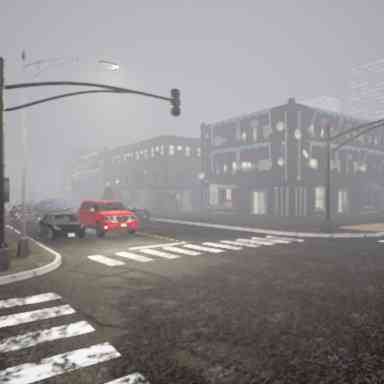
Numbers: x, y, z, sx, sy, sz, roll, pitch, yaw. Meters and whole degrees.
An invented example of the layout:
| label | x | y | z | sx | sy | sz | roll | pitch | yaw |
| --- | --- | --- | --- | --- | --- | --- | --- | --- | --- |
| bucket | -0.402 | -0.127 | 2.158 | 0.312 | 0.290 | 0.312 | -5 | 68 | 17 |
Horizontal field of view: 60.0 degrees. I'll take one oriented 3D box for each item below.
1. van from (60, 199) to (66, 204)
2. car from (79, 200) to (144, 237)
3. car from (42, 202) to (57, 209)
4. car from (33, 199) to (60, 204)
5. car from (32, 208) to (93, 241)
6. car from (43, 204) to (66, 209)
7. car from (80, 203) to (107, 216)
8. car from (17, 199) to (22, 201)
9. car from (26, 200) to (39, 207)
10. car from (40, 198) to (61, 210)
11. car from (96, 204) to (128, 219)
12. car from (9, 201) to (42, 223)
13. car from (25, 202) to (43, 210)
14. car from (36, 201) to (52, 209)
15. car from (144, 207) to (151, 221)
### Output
| label | x | y | z | sx | sy | sz | roll | pitch | yaw |
| --- | --- | --- | --- | --- | --- | --- | --- | --- | --- |
| van | -21.338 | 2.019 | 53.076 | 1.690 | 1.788 | 3.998 | -1 | 0 | -35 |
| car | -5.360 | 1.510 | 20.580 | 2.150 | 2.045 | 5.566 | 0 | -1 | -35 |
| car | -16.725 | 2.076 | 36.616 | 1.994 | 1.385 | 4.181 | 0 | -1 | -35 |
| car | -21.233 | 1.993 | 48.471 | 2.097 | 1.767 | 4.553 | 0 | -1 | -35 |
| car | -7.417 | 1.856 | 18.784 | 1.947 | 1.339 | 4.313 | -1 | 0 | -35 |
| car | -11.012 | 2.001 | 28.549 | 1.895 | 1.301 | 4.718 | 0 | -1 | -35 |
| car | -11.721 | 2.079 | 39.535 | 1.802 | 1.307 | 4.206 | -1 | 0 | -35 |
| car | -43.765 | 2.520 | 84.670 | 1.967 | 1.590 | 4.097 | -1 | 0 | -35 |
| car | -34.151 | 2.476 | 71.130 | 1.947 | 1.339 | 4.313 | -1 | 0 | -35 |
| car | -24.542 | 2.052 | 57.590 | 2.192 | 1.841 | 5.009 | -1 | 0 | -35 |
| car | -8.518 | 2.017 | 35.022 | 1.802 | 1.307 | 4.206 | -1 | 0 | -35 |
| car | -15.353 | 1.888 | 30.170 | 1.967 | 1.590 | 4.097 | -1 | 0 | -35 |
| car | -26.720 | 2.343 | 56.202 | 1.895 | 1.301 | 4.718 | 0 | -1 | -35 |
| car | -27.743 | 2.340 | 62.102 | 1.887 | 1.381 | 4.507 | -1 | 0 | -35 |
| car | -5.314 | 1.923 | 30.508 | 2.008 | 1.369 | 4.403 | -1 | 0 | -35 |
